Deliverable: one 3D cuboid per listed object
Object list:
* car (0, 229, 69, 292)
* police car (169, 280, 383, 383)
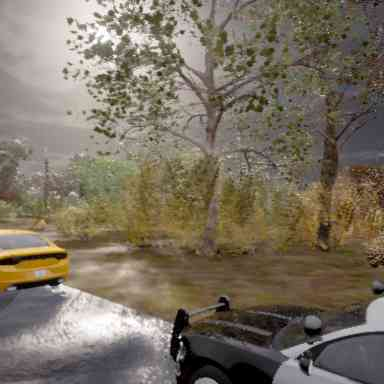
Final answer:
[{"bbox_3d":[-5.437,1.809,9.532,5.008,1.535,1.882,-1,-3,42],"label":"car"},{"bbox_3d":[1.908,1.595,2.795,5.238,1.638,1.930,-1,-3,43],"label":"police car"}]
